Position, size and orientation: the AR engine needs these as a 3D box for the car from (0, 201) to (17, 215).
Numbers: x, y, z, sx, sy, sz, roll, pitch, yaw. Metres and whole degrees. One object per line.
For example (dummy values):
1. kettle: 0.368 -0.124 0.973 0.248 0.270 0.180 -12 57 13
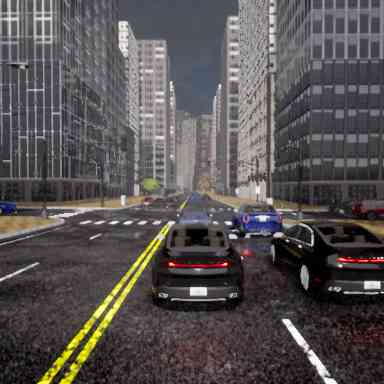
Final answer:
1. car: -19.421 1.309 31.798 5.008 1.535 1.882 1 1 1

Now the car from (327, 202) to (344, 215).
1. car: 16.531 1.602 34.308 4.892 1.490 1.837 0 1 1

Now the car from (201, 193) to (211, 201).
1. car: 3.459 1.368 79.350 1.882 1.535 5.008 0 0 0

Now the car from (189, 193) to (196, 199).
1. car: 0.235 1.189 89.778 1.882 1.535 5.008 0 0 0

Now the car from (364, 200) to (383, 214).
1. car: 21.906 1.630 36.800 4.829 1.417 1.752 1 0 1

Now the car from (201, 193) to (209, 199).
1. car: 3.485 1.066 89.739 2.097 1.767 4.553 0 0 0

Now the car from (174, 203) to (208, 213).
1. car: 0.147 1.531 17.816 2.033 1.411 5.357 0 0 0

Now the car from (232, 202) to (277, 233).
1. car: 3.395 1.336 18.051 2.097 1.767 4.553 0 0 0

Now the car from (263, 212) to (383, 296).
1. car: 3.372 1.497 8.633 1.837 1.490 4.892 0 0 0

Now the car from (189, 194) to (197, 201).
1. car: 0.208 1.368 79.361 1.882 1.535 5.008 0 0 0

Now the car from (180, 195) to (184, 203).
1. car: -3.118 1.429 65.319 1.837 1.490 4.892 0 0 1

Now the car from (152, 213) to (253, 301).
1. car: 0.119 1.498 8.261 1.837 1.490 4.892 0 0 0

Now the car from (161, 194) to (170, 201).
1. car: -6.292 1.374 79.641 1.882 1.535 5.008 0 0 0

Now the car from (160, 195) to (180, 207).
1. car: -3.210 1.452 49.109 1.837 1.490 4.892 0 0 0

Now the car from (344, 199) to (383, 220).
1. car: 16.275 1.509 28.529 5.009 1.841 2.192 1 0 1

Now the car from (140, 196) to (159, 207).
1. car: -6.459 1.473 49.477 1.812 1.442 4.674 0 0 1

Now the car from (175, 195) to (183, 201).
1. car: -3.041 1.418 80.049 1.812 1.442 4.674 0 0 0
